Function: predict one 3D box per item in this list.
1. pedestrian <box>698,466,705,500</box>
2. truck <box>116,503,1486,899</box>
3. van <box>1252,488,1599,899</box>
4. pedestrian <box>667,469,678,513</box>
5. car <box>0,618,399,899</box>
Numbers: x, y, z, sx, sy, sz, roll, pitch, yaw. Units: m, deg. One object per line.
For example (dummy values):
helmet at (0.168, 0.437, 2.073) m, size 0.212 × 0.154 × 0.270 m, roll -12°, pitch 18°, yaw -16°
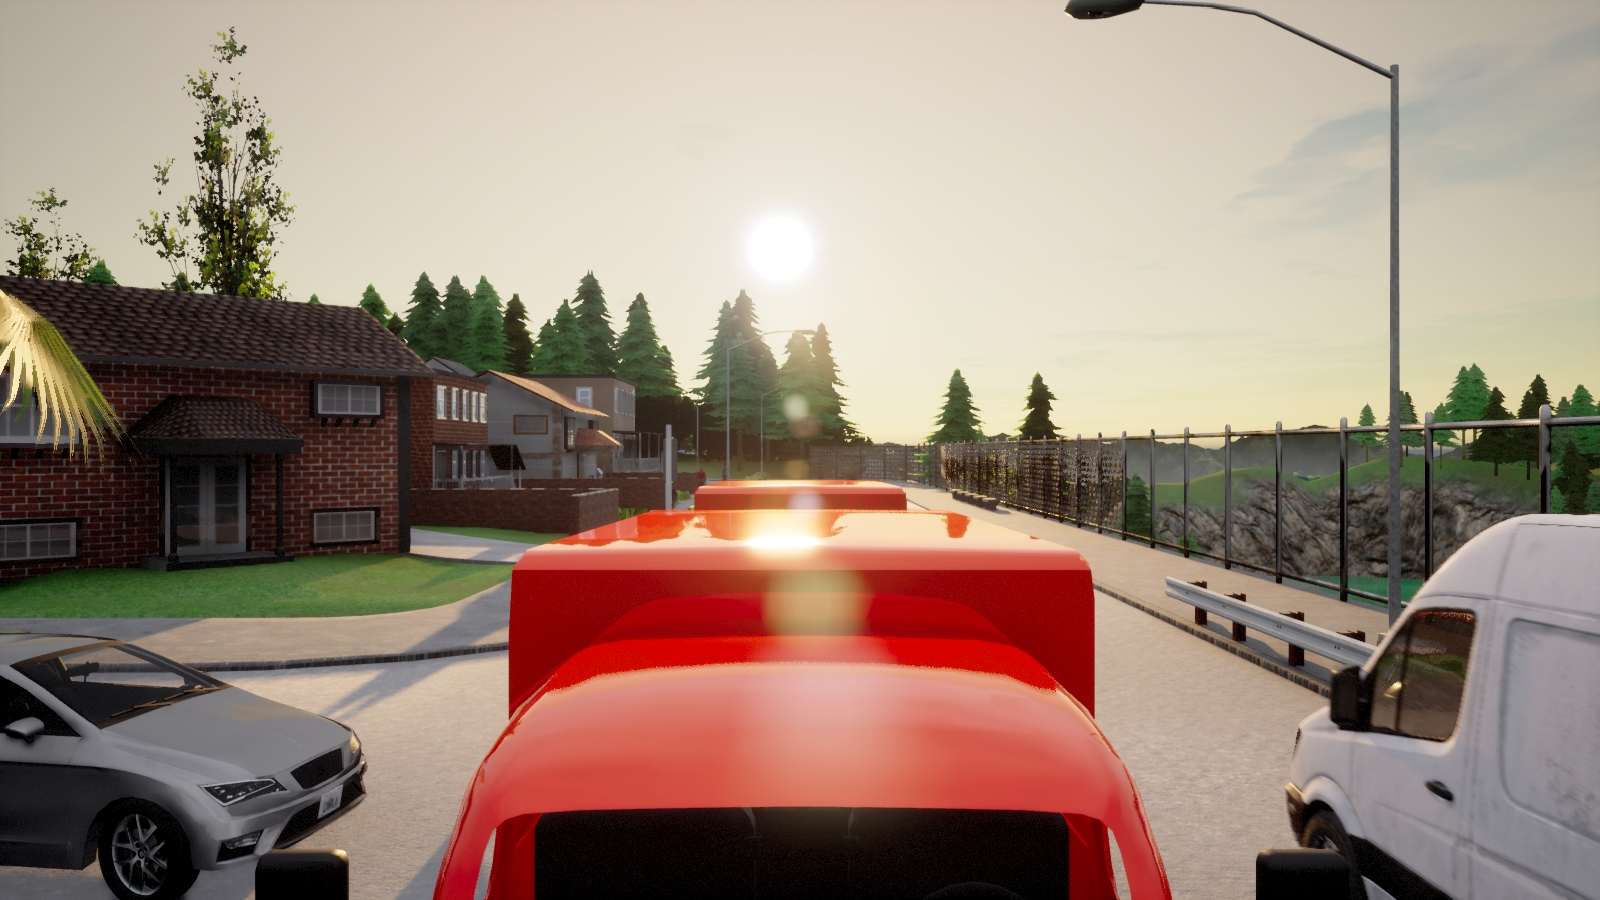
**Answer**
pedestrian at (-5.293, 1.770, 61.540) m, size 0.375 × 1.860 × 0.375 m, roll 0°, pitch 0°, yaw 0°
truck at (0.003, 1.571, 4.792) m, size 2.627 × 2.467 × 5.204 m, roll 0°, pitch 0°, yaw 0°
van at (3.996, 1.537, 4.632) m, size 1.988 × 2.561 × 5.915 m, roll 0°, pitch 0°, yaw 0°
pedestrian at (-5.505, 1.765, 49.224) m, size 0.375 × 1.860 × 0.375 m, roll 0°, pitch 0°, yaw 12°
car at (-5.218, 2.069, 7.982) m, size 4.193 × 1.474 × 1.816 m, roll 0°, pitch 0°, yaw 8°
